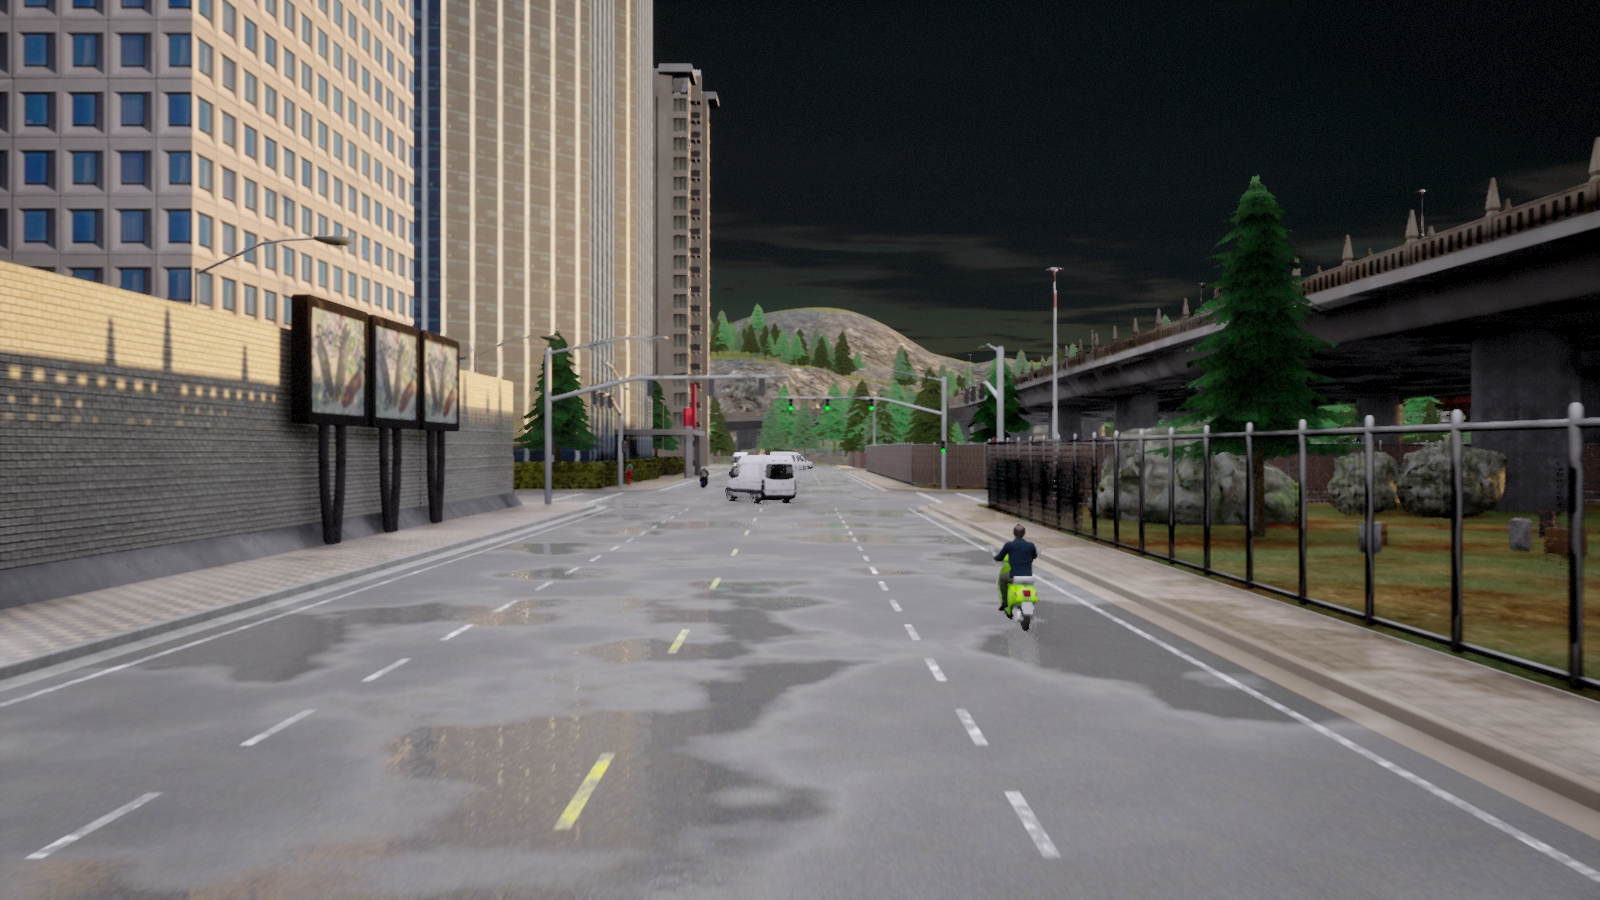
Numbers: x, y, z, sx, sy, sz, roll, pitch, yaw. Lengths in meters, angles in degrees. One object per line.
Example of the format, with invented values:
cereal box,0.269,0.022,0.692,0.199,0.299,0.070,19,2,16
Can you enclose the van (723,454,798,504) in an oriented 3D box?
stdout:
van,-2.211,1.503,61.649,1.988,2.561,5.915,1,0,-24
